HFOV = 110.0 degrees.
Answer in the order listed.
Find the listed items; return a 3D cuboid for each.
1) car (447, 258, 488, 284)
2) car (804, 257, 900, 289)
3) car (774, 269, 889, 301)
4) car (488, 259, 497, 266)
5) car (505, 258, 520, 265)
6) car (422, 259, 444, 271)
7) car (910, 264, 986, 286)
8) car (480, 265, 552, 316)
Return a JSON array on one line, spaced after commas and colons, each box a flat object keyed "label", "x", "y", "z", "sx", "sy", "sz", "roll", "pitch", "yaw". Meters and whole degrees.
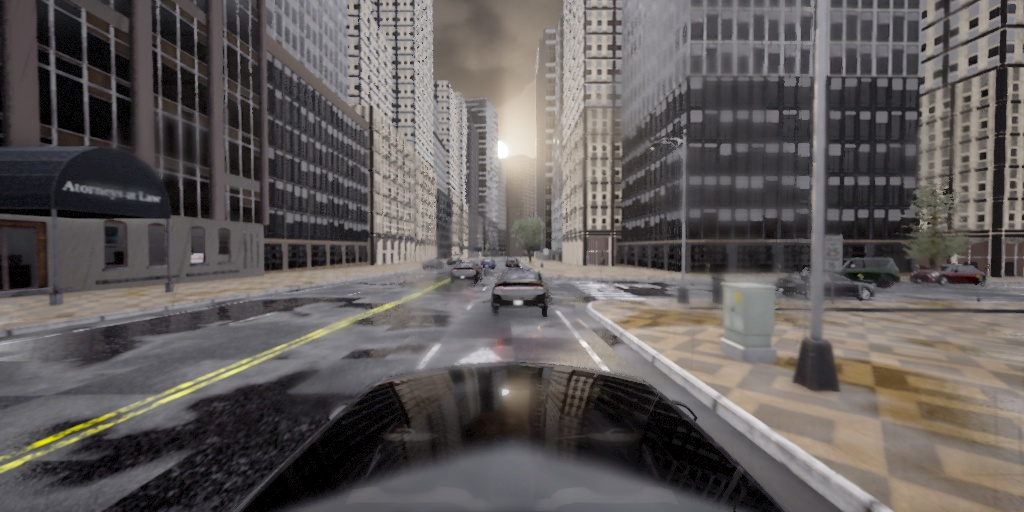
[{"label": "car", "x": -3.173, "y": 1.127, "z": 25.625, "sx": 2.128, "sy": 1.511, "sz": 4.902, "roll": 0, "pitch": 1, "yaw": 0}, {"label": "car", "x": 22.816, "y": 1.119, "z": 24.285, "sx": 5.566, "sy": 2.045, "sz": 2.150, "roll": 0, "pitch": 1, "yaw": -1}, {"label": "car", "x": 15.897, "y": 1.503, "z": 18.297, "sx": 4.403, "sy": 1.370, "sz": 2.007, "roll": 0, "pitch": 0, "yaw": -1}, {"label": "car", "x": -3.198, "y": 1.073, "z": 47.550, "sx": 1.812, "sy": 1.442, "sz": 4.674, "roll": 0, "pitch": 0, "yaw": 0}, {"label": "car", "x": 0.049, "y": 1.041, "z": 50.063, "sx": 1.837, "sy": 1.490, "sz": 4.892, "roll": 0, "pitch": 0, "yaw": 0}, {"label": "car", "x": -9.882, "y": 1.103, "z": 45.510, "sx": 2.033, "sy": 1.411, "sz": 5.357, "roll": 0, "pitch": 0, "yaw": 0}, {"label": "car", "x": 32.716, "y": 1.382, "z": 27.033, "sx": 4.097, "sy": 1.591, "sz": 1.967, "roll": 0, "pitch": 0, "yaw": -1}, {"label": "car", "x": 0.421, "y": 1.214, "z": 13.184, "sx": 2.128, "sy": 1.511, "sz": 4.902, "roll": -1, "pitch": -1, "yaw": 5}]
